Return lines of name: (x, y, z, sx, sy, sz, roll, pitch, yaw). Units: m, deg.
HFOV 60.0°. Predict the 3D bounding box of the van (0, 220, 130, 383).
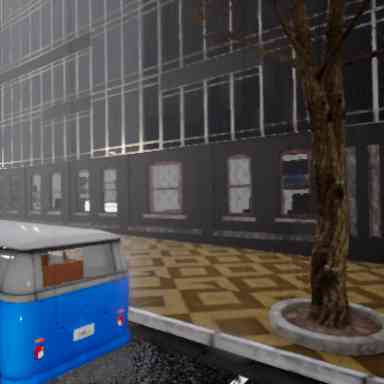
van: (-2.721, 1.343, 4.837, 3.998, 1.788, 1.690, 0, -1, 36)
